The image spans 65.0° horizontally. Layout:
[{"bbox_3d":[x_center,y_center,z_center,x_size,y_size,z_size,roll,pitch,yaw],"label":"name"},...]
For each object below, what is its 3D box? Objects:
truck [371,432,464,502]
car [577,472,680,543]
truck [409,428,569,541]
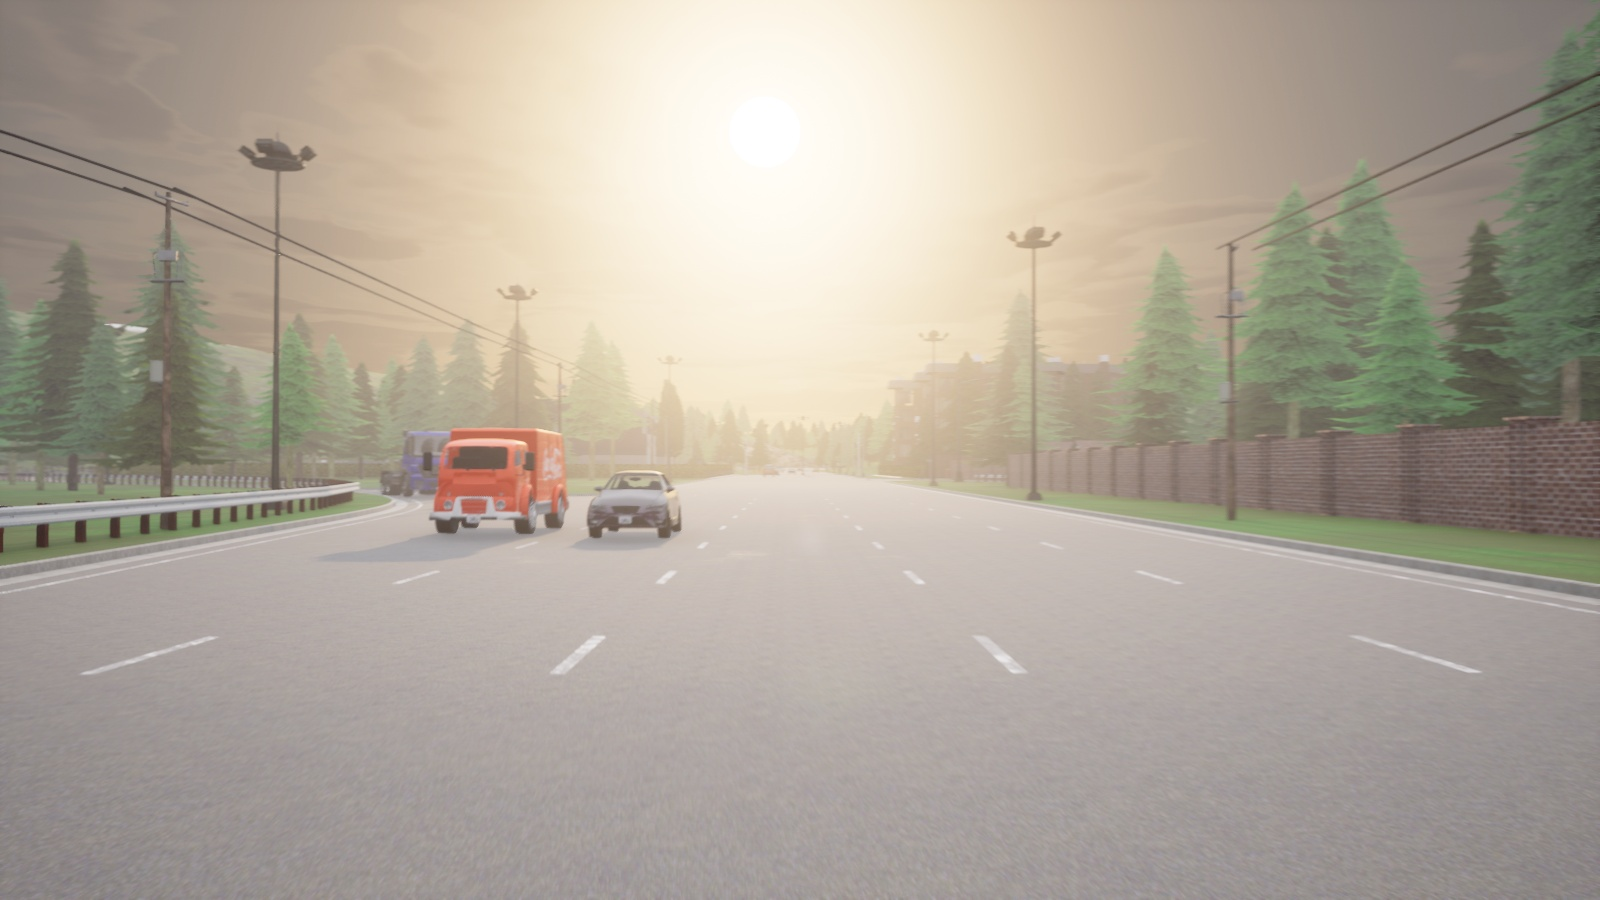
[{"bbox_3d":[-20.347,0.900,66.526,2.891,3.462,7.936,0,-1,-31],"label":"truck"},{"bbox_3d":[-3.835,1.252,28.707,1.816,1.474,4.193,0,-1,-1],"label":"car"},{"bbox_3d":[-7.357,0.799,30.379,2.627,2.467,5.204,0,-1,-1],"label":"truck"}]
